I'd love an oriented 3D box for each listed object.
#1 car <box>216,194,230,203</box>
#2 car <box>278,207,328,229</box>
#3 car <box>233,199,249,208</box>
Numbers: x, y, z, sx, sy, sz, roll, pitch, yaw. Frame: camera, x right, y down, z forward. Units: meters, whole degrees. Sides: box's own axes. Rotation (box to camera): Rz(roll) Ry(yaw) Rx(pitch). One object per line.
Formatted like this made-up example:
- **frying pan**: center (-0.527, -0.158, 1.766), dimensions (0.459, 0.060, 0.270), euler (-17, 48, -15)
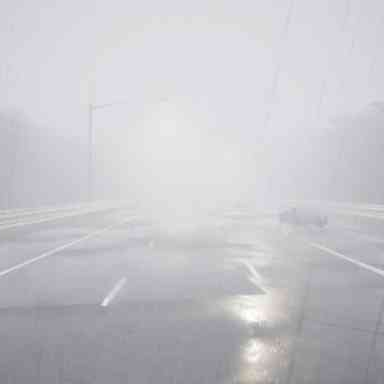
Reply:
- **car**: center (7.184, 1.510, 74.792), dimensions (2.150, 2.045, 5.566), euler (0, -1, 0)
- **car**: center (6.995, 1.608, 21.601), dimensions (1.895, 1.301, 4.718), euler (0, 0, 0)
- **car**: center (7.054, 1.658, 48.461), dimensions (1.895, 1.301, 4.718), euler (0, 0, 0)
